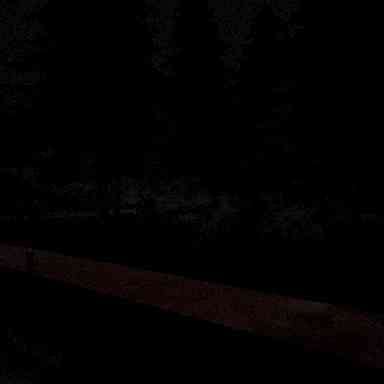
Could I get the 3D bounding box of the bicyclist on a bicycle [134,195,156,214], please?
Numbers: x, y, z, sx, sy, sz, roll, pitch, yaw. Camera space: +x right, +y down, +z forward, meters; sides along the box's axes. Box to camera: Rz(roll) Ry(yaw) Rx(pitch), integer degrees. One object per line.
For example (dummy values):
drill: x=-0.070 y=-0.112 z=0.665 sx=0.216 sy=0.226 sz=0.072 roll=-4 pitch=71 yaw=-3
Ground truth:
bicyclist on a bicycle: x=-4.228 y=1.078 z=28.521 sx=1.656 sy=1.620 sz=0.582 roll=0 pitch=0 yaw=15

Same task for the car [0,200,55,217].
car: x=-14.167 y=1.350 z=27.946 sx=1.895 sy=1.301 sz=4.718 roll=0 pitch=0 yaw=35

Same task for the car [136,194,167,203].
car: x=-4.925 y=0.928 z=40.857 sx=1.812 sy=1.442 sz=4.674 roll=0 pitch=0 yaw=35

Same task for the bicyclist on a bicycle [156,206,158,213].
bicyclist on a bicycle: x=-3.667 y=1.080 z=29.005 sx=1.656 sy=1.620 sz=0.582 roll=0 pitch=0 yaw=22
